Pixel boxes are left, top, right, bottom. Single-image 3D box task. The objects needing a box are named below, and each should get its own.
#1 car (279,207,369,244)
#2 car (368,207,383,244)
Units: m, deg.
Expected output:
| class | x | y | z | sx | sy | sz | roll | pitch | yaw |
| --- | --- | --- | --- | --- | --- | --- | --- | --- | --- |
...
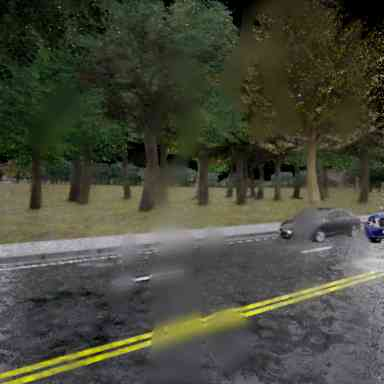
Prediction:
| class | x | y | z | sx | sy | sz | roll | pitch | yaw |
| --- | --- | --- | --- | --- | --- | --- | --- | --- | --- |
| car | 6.294 | 1.524 | 16.159 | 4.892 | 1.490 | 1.837 | -1 | 0 | -35 |
| car | 9.958 | 1.243 | 14.781 | 5.566 | 2.045 | 2.150 | 0 | 0 | -35 |
